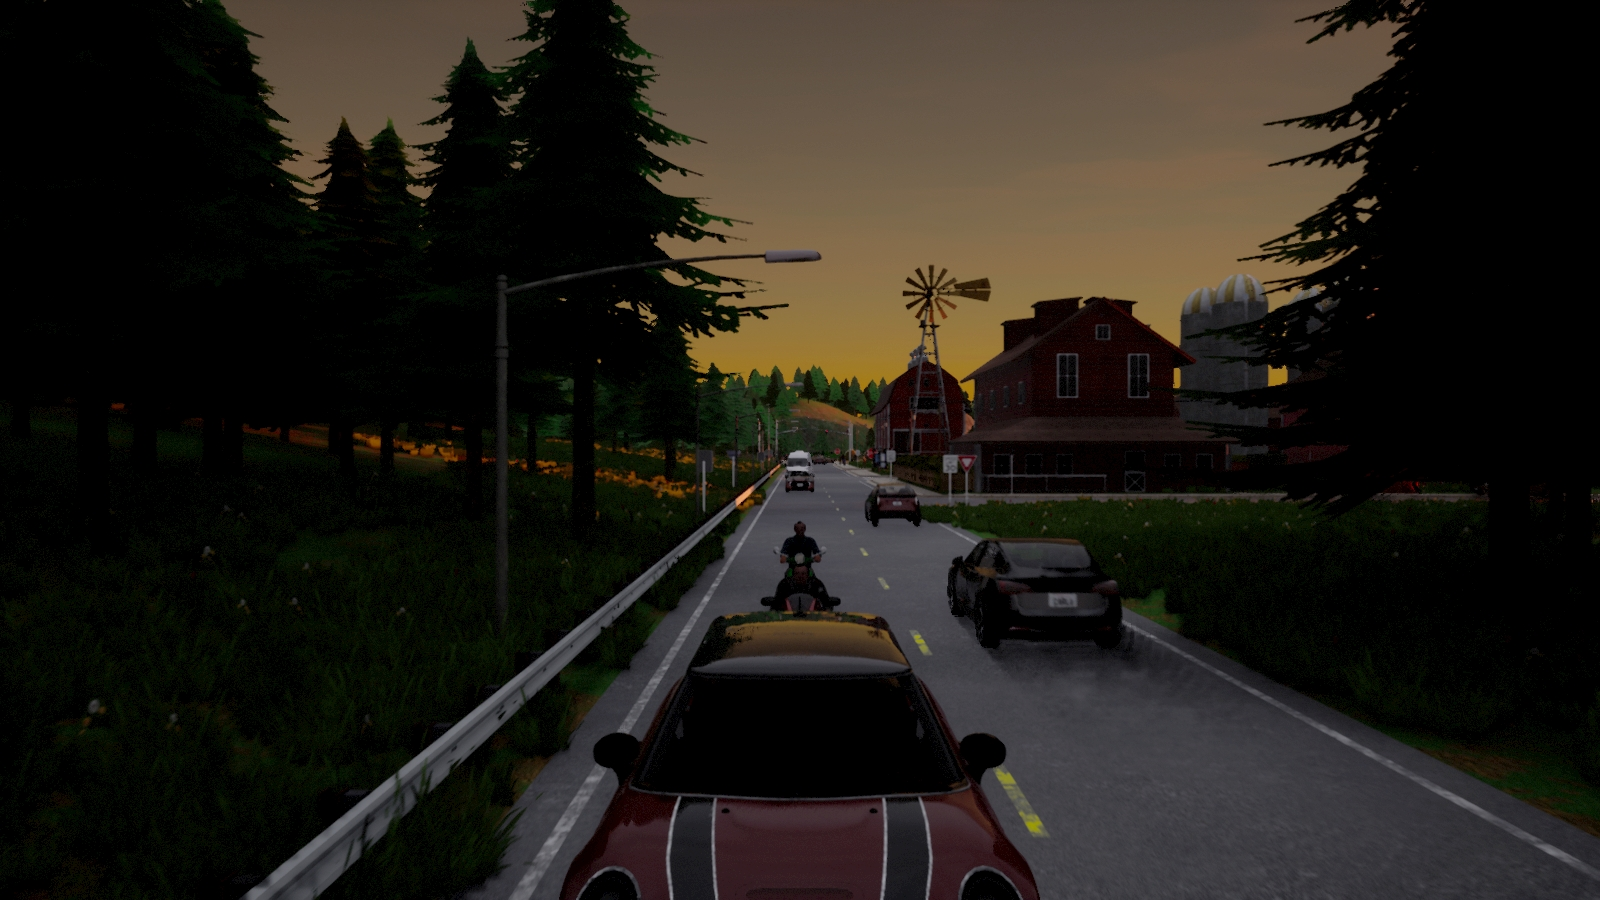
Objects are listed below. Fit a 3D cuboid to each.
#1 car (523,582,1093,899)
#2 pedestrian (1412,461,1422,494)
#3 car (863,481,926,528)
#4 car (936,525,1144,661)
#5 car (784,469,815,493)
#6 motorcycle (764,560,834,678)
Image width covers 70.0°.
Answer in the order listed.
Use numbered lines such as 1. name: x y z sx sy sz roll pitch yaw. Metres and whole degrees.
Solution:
1. car: 0.030 1.900 6.477 2.097 1.767 4.553 0 0 0
2. pedestrian: 34.212 1.516 63.368 0.375 1.860 0.375 0 0 0
3. car: 3.491 2.013 43.139 2.007 1.525 4.514 0 0 0
4. car: 3.469 2.051 17.553 2.163 1.488 4.792 0 0 0
5. car: -0.009 2.019 74.435 1.970 1.475 3.806 0 0 0
6. motorcycle: -0.006 2.195 15.235 0.867 1.251 2.209 0 0 0
